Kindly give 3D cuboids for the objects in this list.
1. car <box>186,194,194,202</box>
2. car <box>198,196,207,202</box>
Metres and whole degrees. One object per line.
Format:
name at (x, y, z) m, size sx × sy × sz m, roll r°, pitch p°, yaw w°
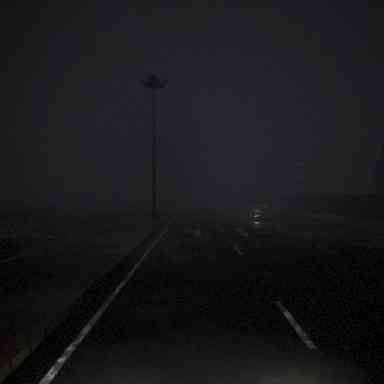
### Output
car at (-0.619, 1.820, 88.048) m, size 1.812 × 1.442 × 4.674 m, roll 0°, pitch 0°, yaw -1°
car at (2.881, 1.804, 88.051) m, size 2.128 × 1.511 × 4.902 m, roll 0°, pitch 0°, yaw -1°
